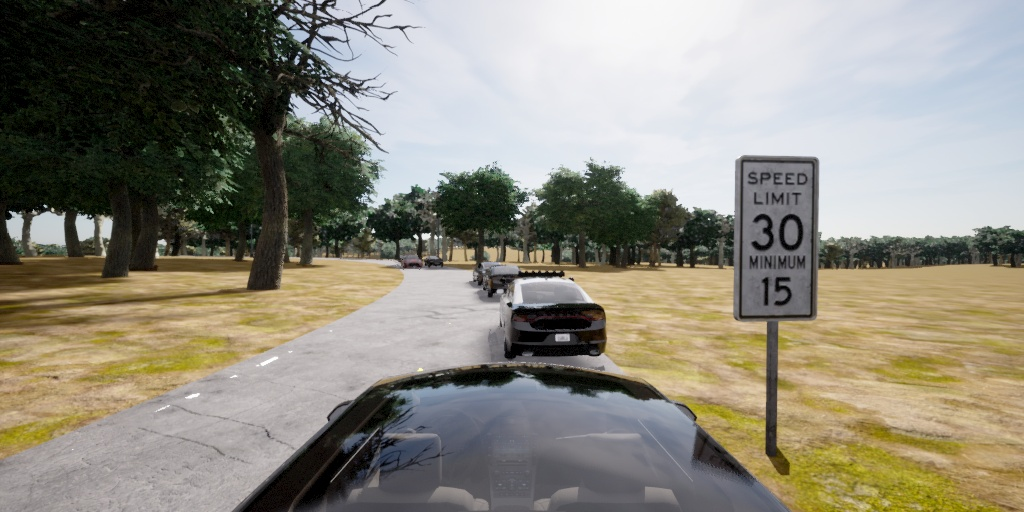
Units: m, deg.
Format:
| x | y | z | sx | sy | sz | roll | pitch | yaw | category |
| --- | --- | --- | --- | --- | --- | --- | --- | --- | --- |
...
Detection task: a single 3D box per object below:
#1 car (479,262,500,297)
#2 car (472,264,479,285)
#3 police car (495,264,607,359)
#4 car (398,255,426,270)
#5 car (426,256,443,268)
| x | y | z | sx | sy | sz | roll | pitch | yaw | category |
| --- | --- | --- | --- | --- | --- | --- | --- | --- | --- |
| -0.458 | 1.174 | 18.655 | 1.882 | 1.535 | 5.008 | 0 | 1 | -9 | car |
| -1.596 | 1.142 | 24.680 | 1.837 | 1.490 | 4.892 | 0 | 1 | -12 | car |
| 0.682 | 1.167 | 8.615 | 1.930 | 1.638 | 5.238 | 0 | 0 | -4 | police car |
| -12.181 | 0.659 | 43.448 | 2.097 | 1.767 | 4.553 | -1 | 1 | -24 | car |
| -10.550 | 0.702 | 47.797 | 1.882 | 1.535 | 5.008 | 0 | 1 | -25 | car |
